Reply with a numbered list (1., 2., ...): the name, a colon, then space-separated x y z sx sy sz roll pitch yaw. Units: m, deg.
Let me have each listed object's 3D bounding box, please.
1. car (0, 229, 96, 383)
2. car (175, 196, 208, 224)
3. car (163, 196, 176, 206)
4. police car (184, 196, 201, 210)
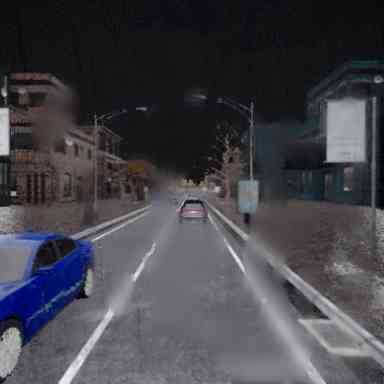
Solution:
1. car: -3.101 1.475 5.568 1.882 1.535 5.008 0 0 0
2. car: 0.095 1.345 23.784 2.033 1.649 4.856 0 0 0
3. car: -3.082 1.292 48.303 1.994 1.385 4.181 0 0 0
4. police car: 0.092 1.282 41.770 2.038 1.542 4.974 0 0 0
